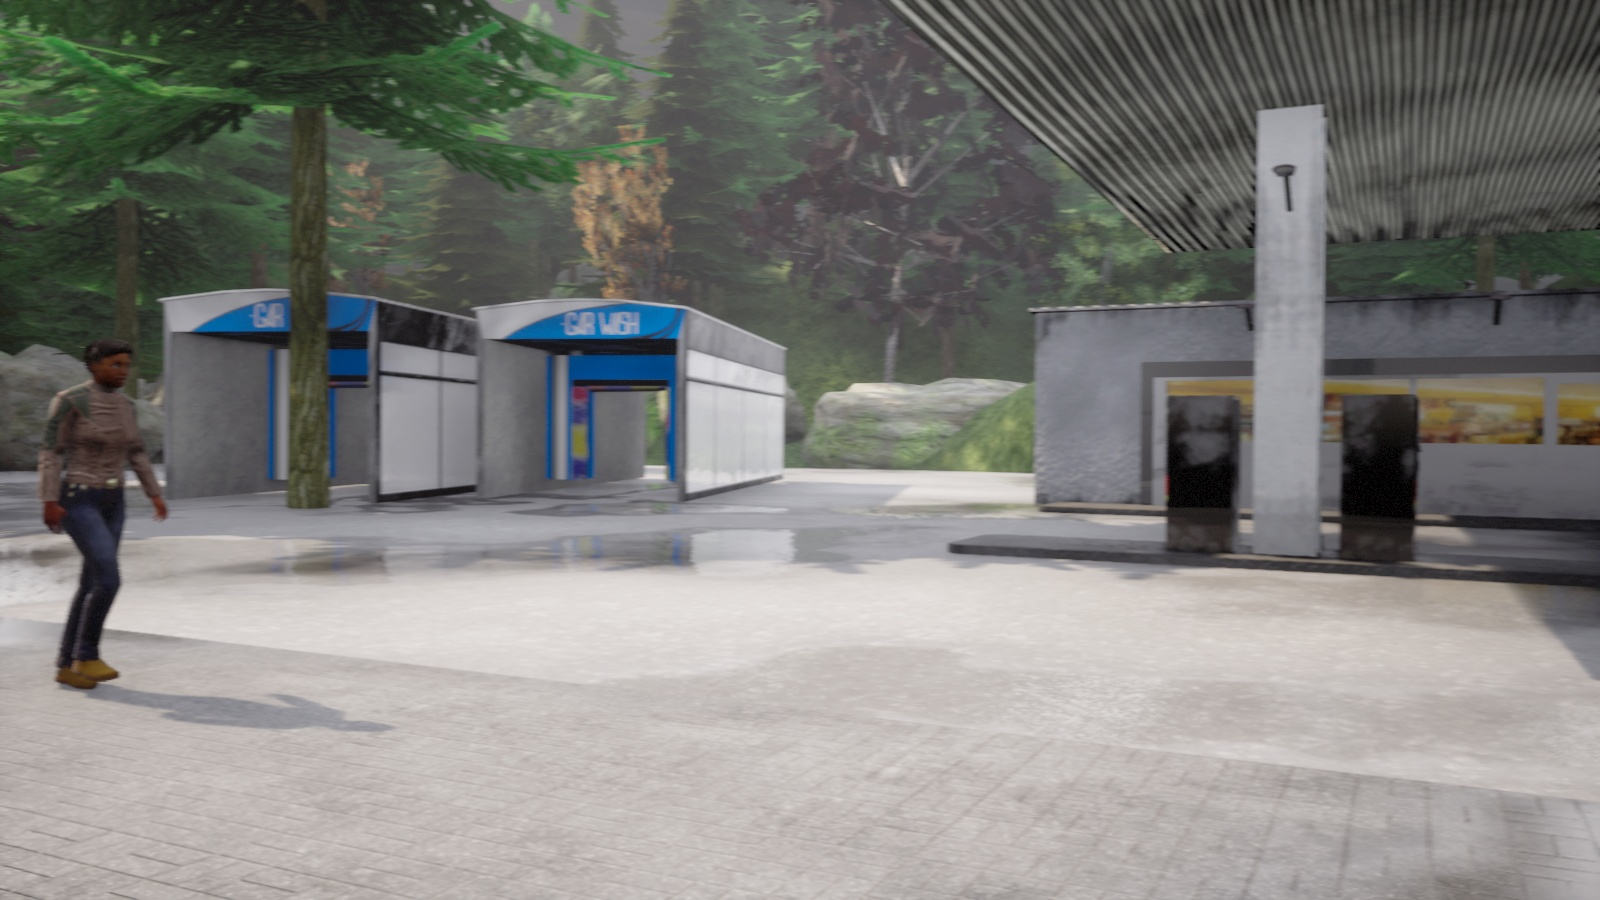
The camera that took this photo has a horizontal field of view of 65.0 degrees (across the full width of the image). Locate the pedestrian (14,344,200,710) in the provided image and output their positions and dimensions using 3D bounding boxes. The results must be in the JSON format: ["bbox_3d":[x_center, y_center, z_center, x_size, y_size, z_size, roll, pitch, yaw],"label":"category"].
[{"bbox_3d":[-3.577,0.380,6.483,0.869,1.805,0.328,0,1,21],"label":"pedestrian"}]
